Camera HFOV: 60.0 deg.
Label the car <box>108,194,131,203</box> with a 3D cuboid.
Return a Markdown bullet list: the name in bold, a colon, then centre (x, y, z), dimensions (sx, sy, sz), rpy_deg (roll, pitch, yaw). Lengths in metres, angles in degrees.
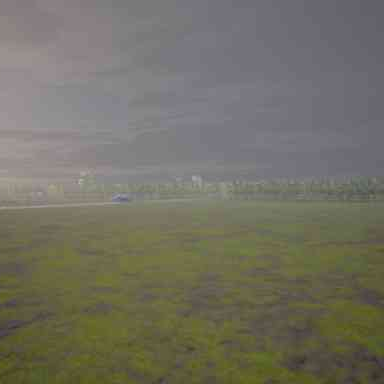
- **car**: centre (-13.240, 1.170, 61.238), dimensions (1.812, 1.442, 4.674), rpy_deg (0, 0, 37)
